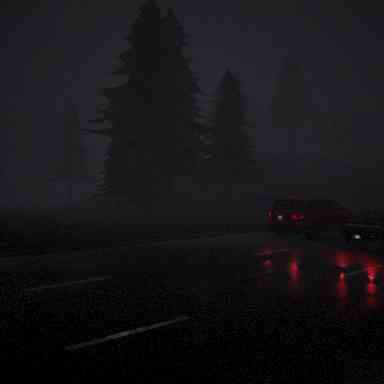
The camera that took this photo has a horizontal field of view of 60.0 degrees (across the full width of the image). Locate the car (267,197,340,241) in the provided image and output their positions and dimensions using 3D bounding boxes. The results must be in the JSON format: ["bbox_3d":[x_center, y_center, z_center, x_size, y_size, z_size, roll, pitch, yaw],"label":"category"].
[{"bbox_3d":[6.261,1.258,16.933,5.566,2.045,2.150,0,0,-35],"label":"car"}]

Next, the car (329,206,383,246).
[{"bbox_3d":[8.269,1.495,14.066,4.902,1.511,2.128,0,0,-35],"label":"car"}]
